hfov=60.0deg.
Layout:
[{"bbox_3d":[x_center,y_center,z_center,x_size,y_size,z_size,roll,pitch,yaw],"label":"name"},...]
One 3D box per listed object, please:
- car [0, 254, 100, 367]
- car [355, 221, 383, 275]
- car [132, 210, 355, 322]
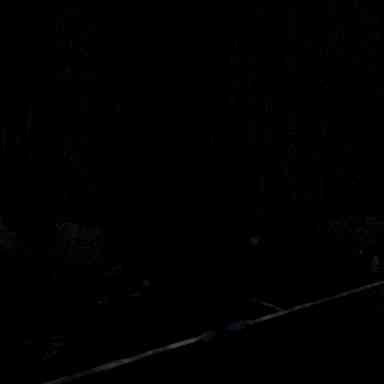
[{"bbox_3d":[-3.380,1.562,4.240,4.313,1.339,1.947,1,-1,-35],"label":"car"},{"bbox_3d":[5.800,1.650,10.784,4.507,1.381,1.887,1,-1,-35],"label":"car"},{"bbox_3d":[1.211,1.366,7.514,5.009,1.841,2.192,1,-1,-35],"label":"car"}]
